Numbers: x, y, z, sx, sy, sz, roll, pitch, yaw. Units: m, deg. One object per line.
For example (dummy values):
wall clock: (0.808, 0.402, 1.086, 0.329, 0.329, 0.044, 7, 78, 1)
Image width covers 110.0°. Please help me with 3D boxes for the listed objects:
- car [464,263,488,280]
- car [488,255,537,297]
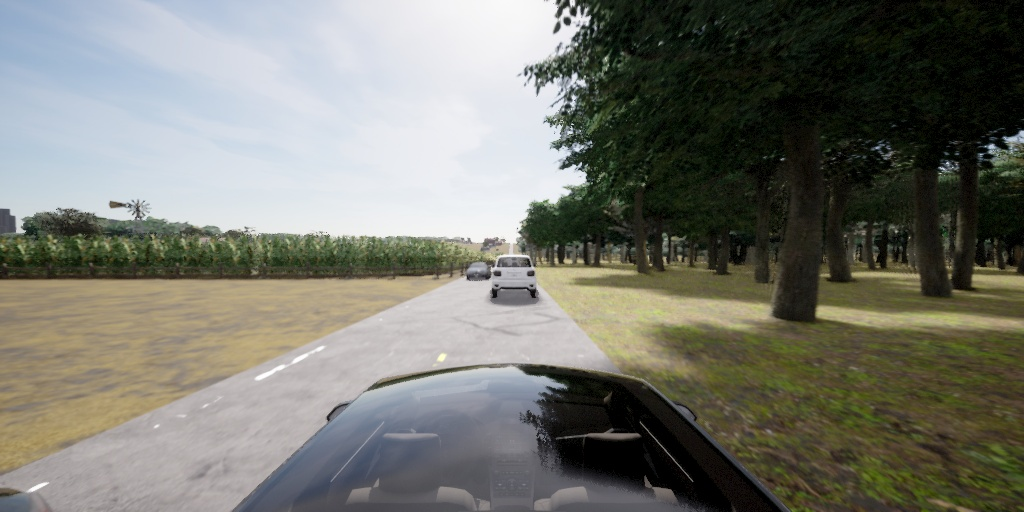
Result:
car: (-2.842, 1.293, 31.015, 1.812, 1.442, 4.674, 0, 0, 0)
car: (0.101, 0.970, 18.921, 2.150, 2.045, 5.566, 0, 0, 0)
